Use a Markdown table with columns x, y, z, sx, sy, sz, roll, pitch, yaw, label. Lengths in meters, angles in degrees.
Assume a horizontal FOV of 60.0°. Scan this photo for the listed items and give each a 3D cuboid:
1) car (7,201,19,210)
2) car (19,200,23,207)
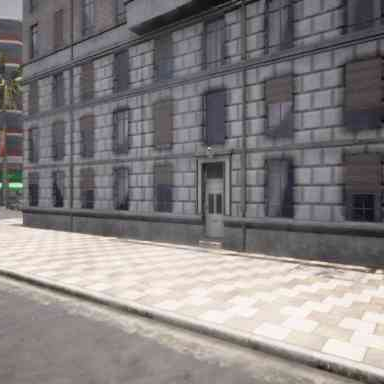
| x | y | z | sx | sy | sz | roll | pitch | yaw | label |
| --- | --- | --- | --- | --- | --- | --- | --- | --- | --- |
| -20.853 | 1.564 | 41.828 | 1.994 | 1.385 | 4.181 | 0 | 0 | 36 | car |
| -17.758 | 1.526 | 40.143 | 1.812 | 1.442 | 4.674 | 0 | 0 | 36 | car |
